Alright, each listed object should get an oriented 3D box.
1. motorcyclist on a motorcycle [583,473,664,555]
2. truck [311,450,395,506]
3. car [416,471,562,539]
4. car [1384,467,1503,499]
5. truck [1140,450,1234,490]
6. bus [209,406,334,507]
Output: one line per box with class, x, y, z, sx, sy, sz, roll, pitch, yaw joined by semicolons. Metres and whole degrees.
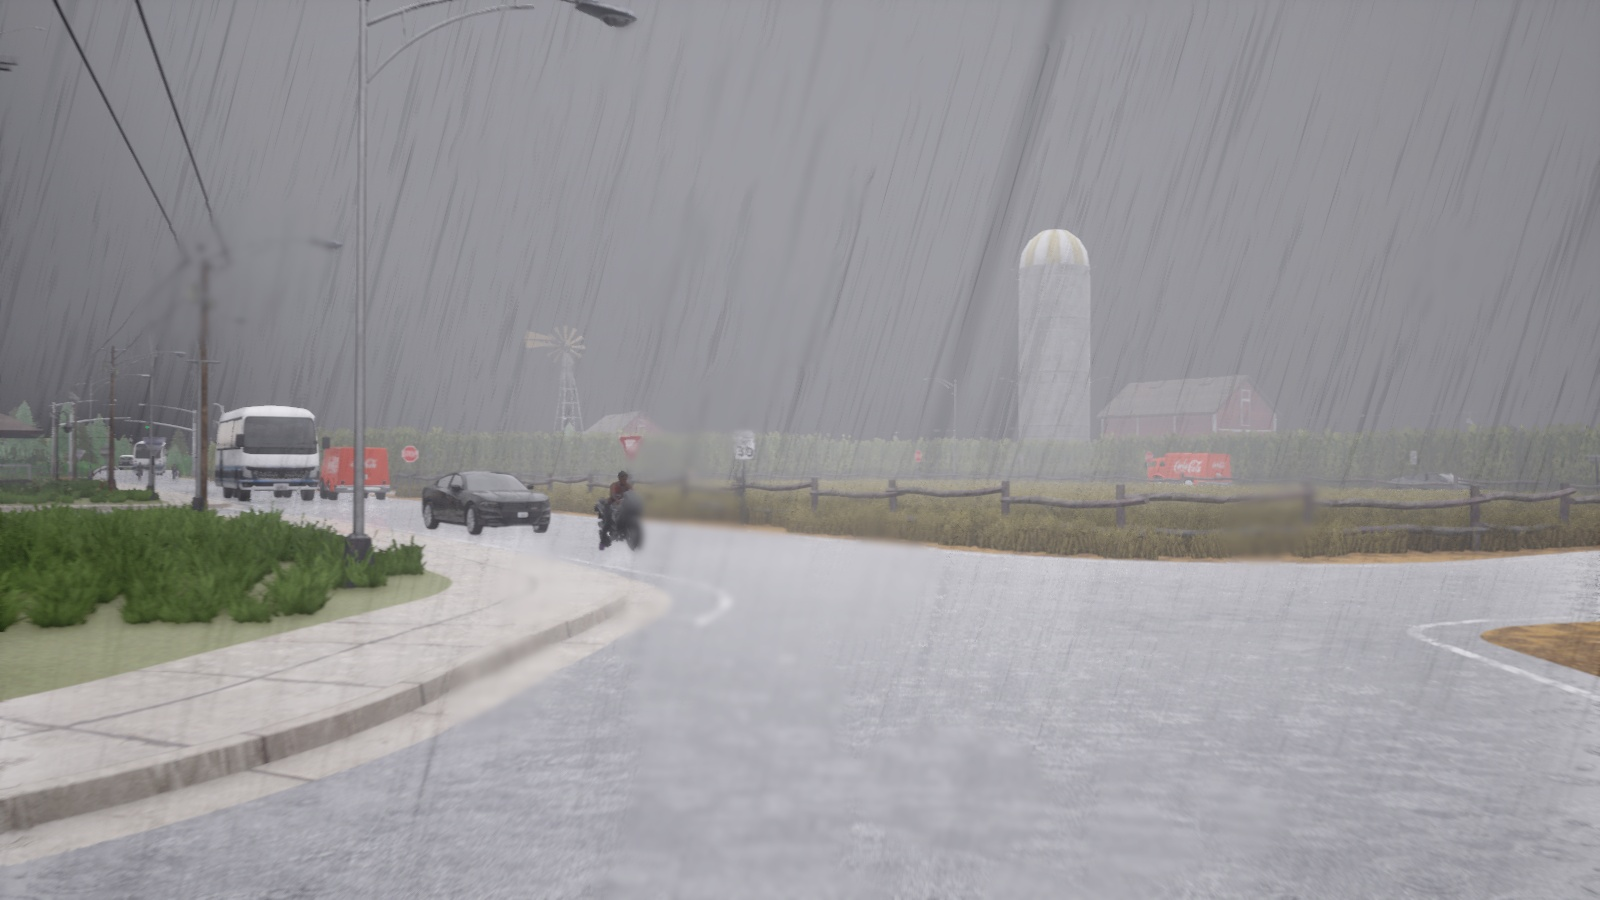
motorcyclist on a motorcycle;-3.443;1.205;24.341;0.797;1.523;2.044;0;-1;-32
truck;-21.034;1.261;58.937;2.627;2.467;5.204;0;0;-32
car;-7.838;1.306;31.292;1.882;1.535;5.008;0;-1;-35
car;31.500;1.576;61.600;2.163;1.488;4.792;0;-1;-32
truck;24.318;1.233;79.117;2.627;2.467;5.204;0;-1;-32
bus;-24.738;0.364;58.334;3.944;4.253;10.273;0;-1;-31
